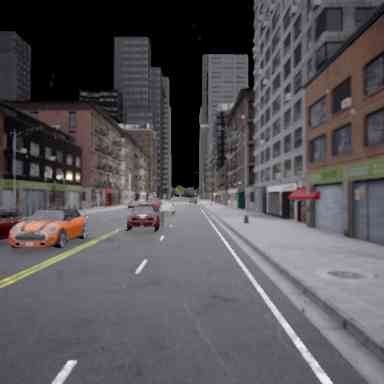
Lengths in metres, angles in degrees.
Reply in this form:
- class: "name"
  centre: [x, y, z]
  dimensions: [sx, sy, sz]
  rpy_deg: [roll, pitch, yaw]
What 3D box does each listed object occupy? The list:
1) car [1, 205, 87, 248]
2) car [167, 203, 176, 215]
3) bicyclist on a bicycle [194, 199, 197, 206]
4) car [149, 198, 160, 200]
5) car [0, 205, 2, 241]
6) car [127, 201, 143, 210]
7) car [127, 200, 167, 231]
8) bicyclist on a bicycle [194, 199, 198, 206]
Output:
- class: "car"
  centre: [-6.590, 1.556, 15.738]
  dimensions: [2.097, 1.767, 4.553]
  rpy_deg: [0, -1, 0]
- class: "car"
  centre: [-3.124, 2.108, 42.673]
  dimensions: [1.812, 1.442, 4.674]
  rpy_deg: [0, -1, 0]
- class: "bicyclist on a bicycle"
  centre: [0.939, 2.619, 83.901]
  dimensions: [0.866, 1.612, 1.509]
  rpy_deg: [0, -1, 0]
- class: "car"
  centre: [-6.510, 2.011, 56.980]
  dimensions: [2.150, 2.045, 5.566]
  rpy_deg: [0, -1, 1]
- class: "car"
  centre: [-9.841, 1.556, 15.741]
  dimensions: [2.097, 1.767, 4.553]
  rpy_deg: [0, -1, 0]
- class: "car"
  centre: [-9.760, 2.268, 57.009]
  dimensions: [1.882, 1.535, 5.008]
  rpy_deg: [0, -1, 1]
- class: "car"
  centre: [-3.134, 1.657, 23.245]
  dimensions: [2.097, 1.767, 4.553]
  rpy_deg: [0, -1, 0]
- class: "bicyclist on a bicycle"
  centre: [0.938, 2.421, 74.901]
  dimensions: [0.659, 1.776, 1.843]
  rpy_deg: [0, -1, 0]
